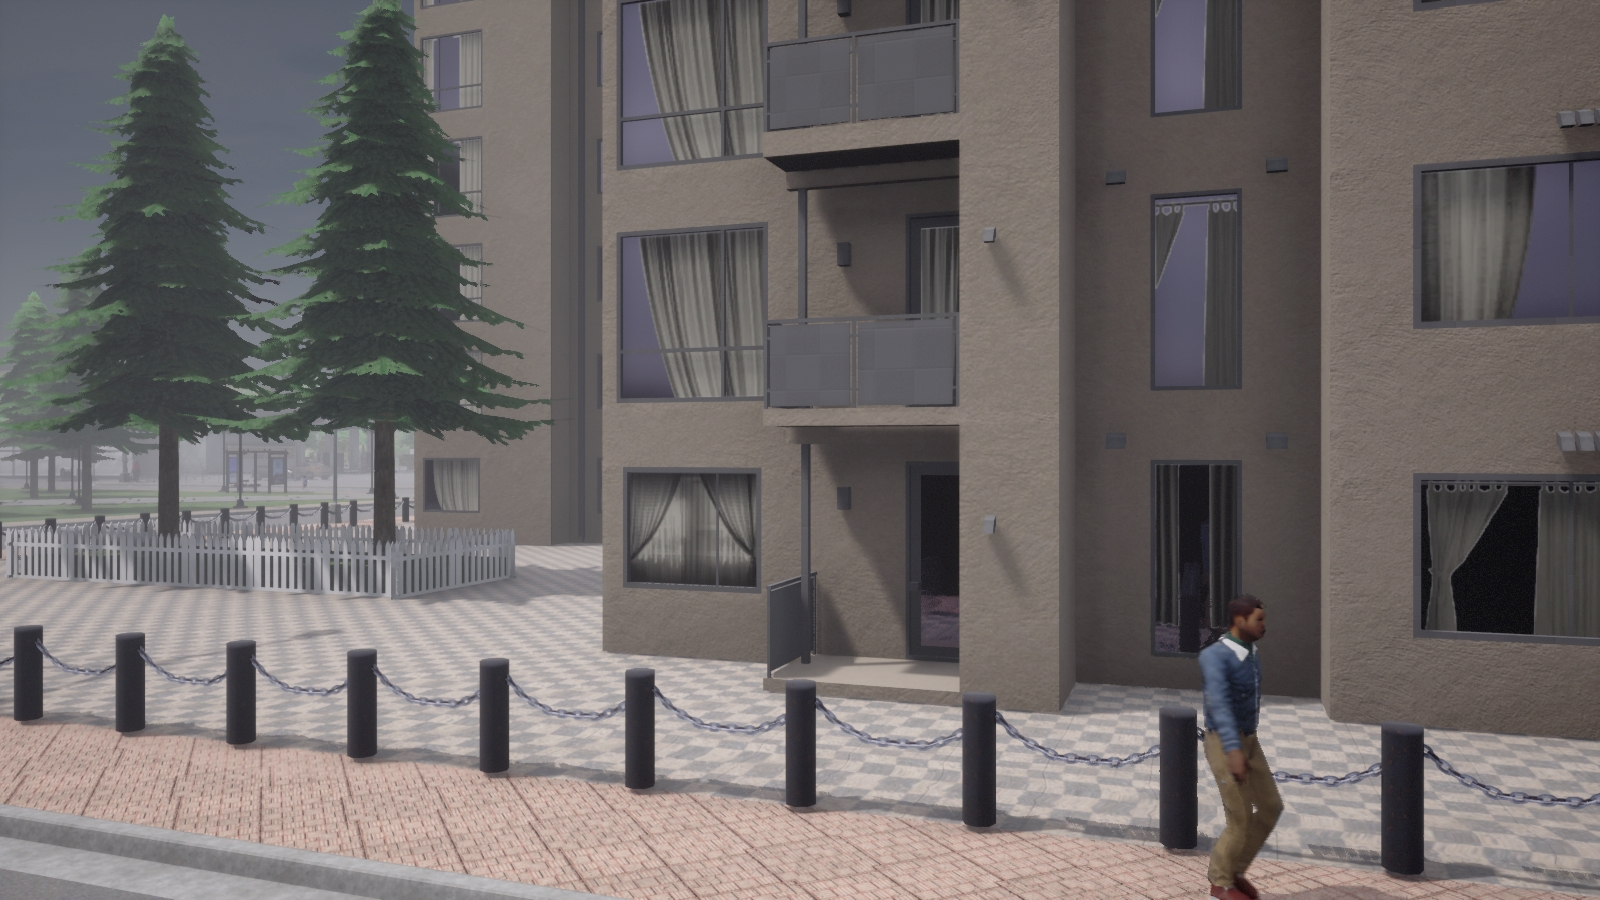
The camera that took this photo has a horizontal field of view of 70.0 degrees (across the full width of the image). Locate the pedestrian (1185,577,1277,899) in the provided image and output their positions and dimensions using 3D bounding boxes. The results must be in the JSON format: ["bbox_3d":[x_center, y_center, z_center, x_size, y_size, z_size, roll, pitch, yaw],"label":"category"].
[{"bbox_3d":[2.494,1.694,6.610,0.375,1.860,0.375,0,0,-45],"label":"pedestrian"}]

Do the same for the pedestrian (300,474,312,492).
[{"bbox_3d":[-30.808,2.072,71.215,0.500,1.100,0.500,0,0,22],"label":"pedestrian"}]
